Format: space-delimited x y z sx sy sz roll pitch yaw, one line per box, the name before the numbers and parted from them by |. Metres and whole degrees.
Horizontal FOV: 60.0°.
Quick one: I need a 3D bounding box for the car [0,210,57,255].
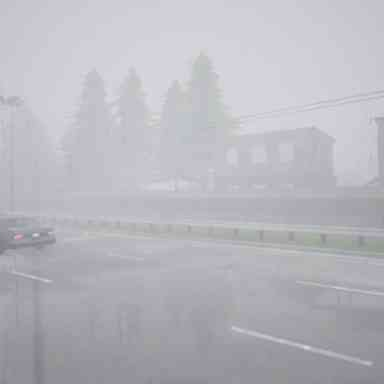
car | -7.883 1.685 13.907 5.357 1.411 2.033 -1 0 35
